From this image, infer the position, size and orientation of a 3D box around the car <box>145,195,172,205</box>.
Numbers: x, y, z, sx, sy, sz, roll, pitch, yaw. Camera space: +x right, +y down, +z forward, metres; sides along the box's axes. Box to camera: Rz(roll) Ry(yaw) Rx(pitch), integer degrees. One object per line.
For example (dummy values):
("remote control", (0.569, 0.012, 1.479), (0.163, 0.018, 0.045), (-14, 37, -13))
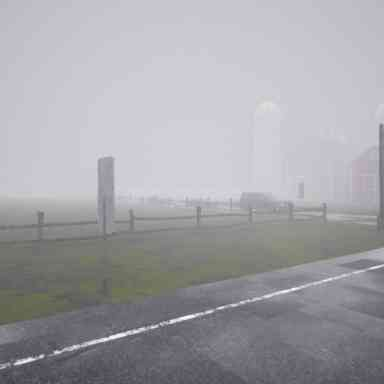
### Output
("car", (-5.073, 1.158, 49.362), (2.033, 1.411, 5.357), (-1, 1, -36))

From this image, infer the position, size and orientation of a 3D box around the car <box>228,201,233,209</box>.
("car", (6.163, 1.295, 38.846), (1.994, 1.385, 4.181), (-1, 1, -36))

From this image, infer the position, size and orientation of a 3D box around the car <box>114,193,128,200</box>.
("car", (-14.874, 0.929, 68.032), (2.033, 1.411, 5.357), (-1, 1, -36))

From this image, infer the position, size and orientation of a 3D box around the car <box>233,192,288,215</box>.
("car", (6.992, 1.028, 32.584), (2.150, 2.045, 5.566), (-1, 1, -36))

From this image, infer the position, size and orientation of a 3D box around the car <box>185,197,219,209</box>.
("car", (1.178, 1.314, 40.676), (1.895, 1.301, 4.718), (-1, 1, -36))
